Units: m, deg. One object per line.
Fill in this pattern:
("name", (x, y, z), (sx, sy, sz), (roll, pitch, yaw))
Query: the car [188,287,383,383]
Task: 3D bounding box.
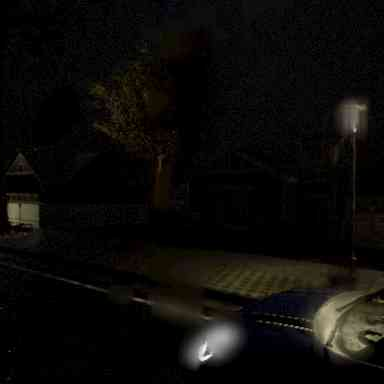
("car", (2.166, 1.357, 2.448), (4.553, 1.767, 2.097), (1, 0, 36))
